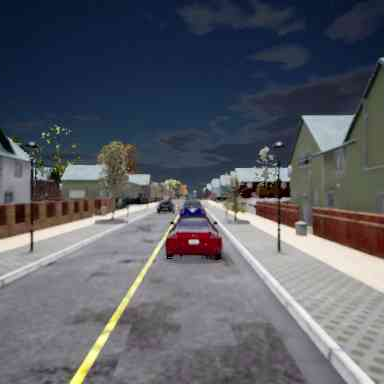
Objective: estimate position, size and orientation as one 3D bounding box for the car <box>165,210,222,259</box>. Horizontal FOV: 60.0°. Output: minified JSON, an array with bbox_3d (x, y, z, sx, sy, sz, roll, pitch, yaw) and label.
[{"bbox_3d":[0.071,1.604,12.846,1.994,1.385,4.181,0,0,0],"label":"car"}]

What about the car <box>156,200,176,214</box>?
[{"bbox_3d":[-2.825,1.656,36.866,1.837,1.490,4.892,0,-1,0],"label":"car"}]

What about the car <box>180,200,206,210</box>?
[{"bbox_3d":[0.064,1.452,27.070,2.097,1.767,4.553,0,0,0],"label":"car"}]
